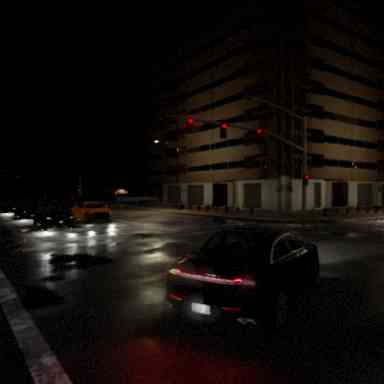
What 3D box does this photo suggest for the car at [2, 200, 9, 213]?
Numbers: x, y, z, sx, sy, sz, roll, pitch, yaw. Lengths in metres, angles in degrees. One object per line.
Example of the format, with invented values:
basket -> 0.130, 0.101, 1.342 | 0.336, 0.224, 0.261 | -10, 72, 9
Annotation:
car -> -20.606, 1.616, 38.316 | 1.994, 1.385, 4.181 | 0, 0, -35

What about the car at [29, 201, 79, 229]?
car -> -9.359, 1.566, 22.308 | 1.812, 1.442, 4.674 | 0, 0, -35

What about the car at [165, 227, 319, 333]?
car -> 1.367, 1.490, 6.982 | 2.128, 1.511, 4.902 | 0, 0, 31

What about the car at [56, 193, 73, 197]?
car -> -23.380, 1.242, 60.823 | 2.150, 2.045, 5.566 | 0, 0, -35

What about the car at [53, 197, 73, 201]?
car -> -13.399, 1.538, 34.146 | 1.837, 1.490, 4.892 | 0, 0, -35

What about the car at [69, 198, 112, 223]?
car -> -7.938, 1.505, 26.375 | 1.882, 1.535, 5.008 | 0, 0, -35

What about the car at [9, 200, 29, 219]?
car -> -14.873, 1.594, 30.151 | 2.033, 1.411, 5.357 | 0, 0, -35
